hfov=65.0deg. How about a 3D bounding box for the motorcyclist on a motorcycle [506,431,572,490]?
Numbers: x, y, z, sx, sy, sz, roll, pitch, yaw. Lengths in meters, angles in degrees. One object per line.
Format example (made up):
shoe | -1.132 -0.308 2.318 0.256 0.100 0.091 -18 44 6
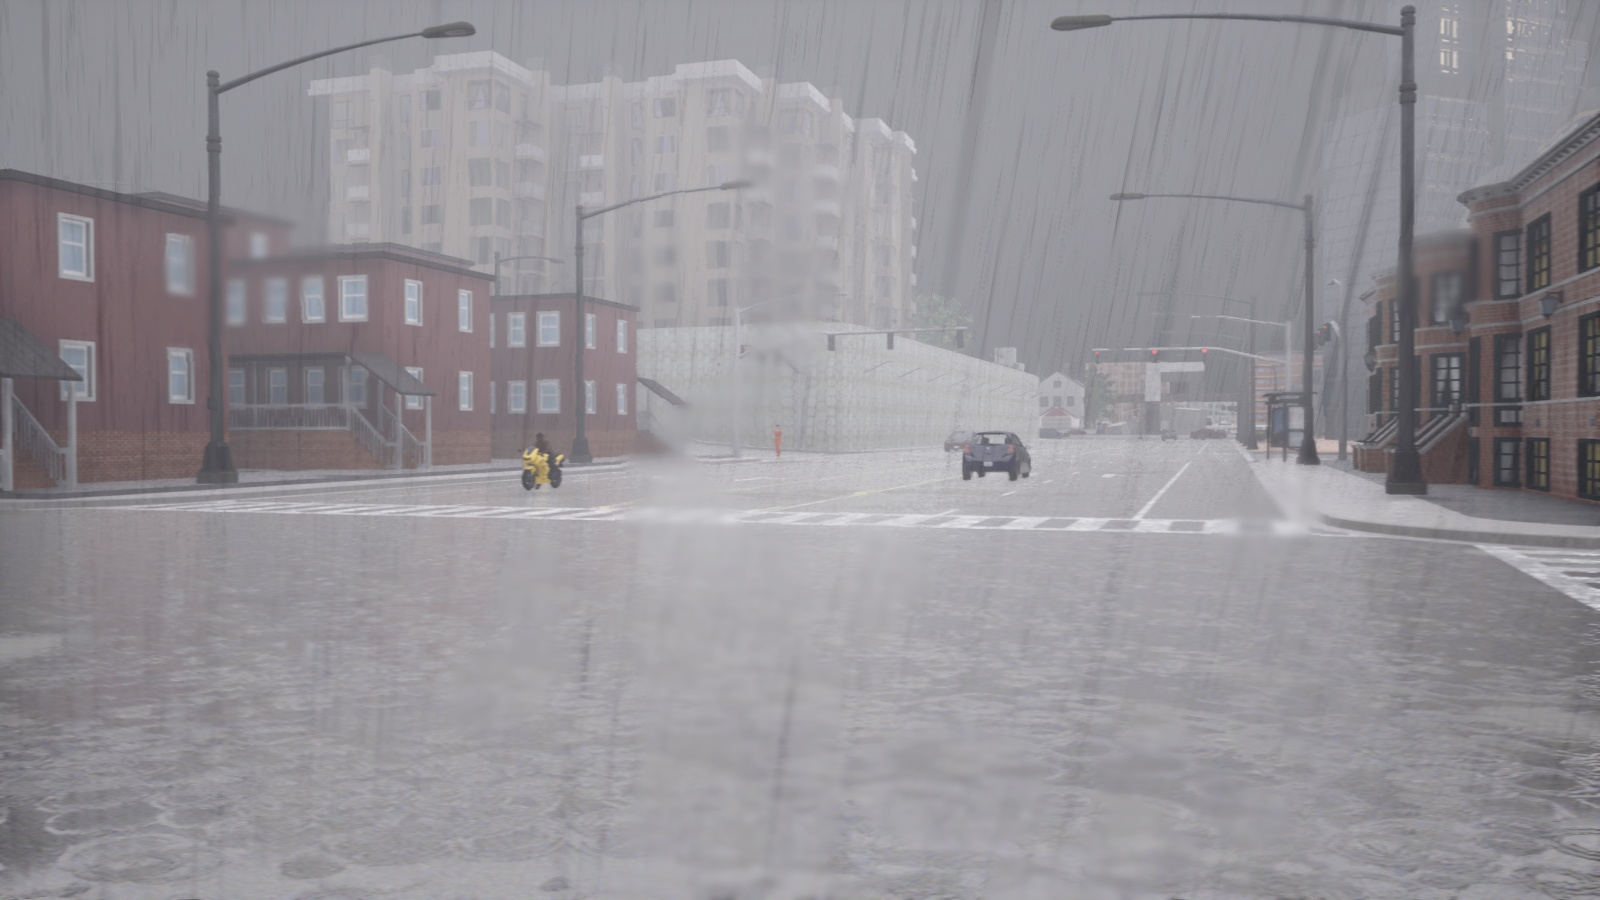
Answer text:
motorcyclist on a motorcycle | -6.938 0.247 33.441 0.797 1.523 2.044 1 1 19

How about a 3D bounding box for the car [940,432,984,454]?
car | 11.379 -0.539 87.918 2.163 1.488 4.792 1 1 19

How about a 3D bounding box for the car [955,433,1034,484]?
car | 6.142 0.233 39.400 1.845 1.501 3.633 1 1 19

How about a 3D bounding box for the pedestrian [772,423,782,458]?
pedestrian | -1.260 -0.507 67.553 0.345 1.836 0.594 1 1 19
